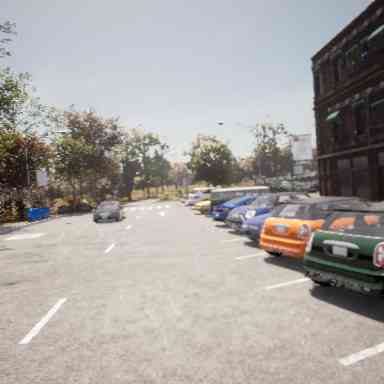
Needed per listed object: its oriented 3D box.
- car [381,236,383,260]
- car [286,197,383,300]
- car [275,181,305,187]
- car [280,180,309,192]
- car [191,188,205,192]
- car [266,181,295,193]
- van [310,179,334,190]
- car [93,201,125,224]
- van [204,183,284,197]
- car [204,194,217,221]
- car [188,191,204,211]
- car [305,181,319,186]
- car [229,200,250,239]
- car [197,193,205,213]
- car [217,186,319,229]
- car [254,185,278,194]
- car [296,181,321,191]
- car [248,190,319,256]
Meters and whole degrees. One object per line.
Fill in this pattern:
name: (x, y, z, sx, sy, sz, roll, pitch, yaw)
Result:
car: (4.789, 1.129, 3.728, 4.792, 1.488, 2.163, -3, 1, -25)
car: (4.529, 0.942, 6.729, 4.553, 1.767, 2.185, -3, 1, -25)
car: (13.888, -0.480, 50.702, 2.435, 2.045, 5.566, -4, 2, -26)
car: (21.088, -1.228, 68.538, 2.435, 2.045, 5.566, -4, 0, -26)
car: (2.331, 0.546, 33.695, 5.566, 2.045, 2.435, -3, 1, -25)
car: (18.048, -1.021, 68.249, 2.435, 2.045, 5.566, -4, 0, -26)
van: (27.008, -1.607, 69.311, 1.878, 1.987, 4.442, -4, 0, -26)
car: (-6.456, 1.509, 26.156, 2.128, 1.511, 4.902, -4, 1, -5)
van: (3.432, 0.683, 21.754, 4.442, 1.987, 1.878, -3, 1, -25)
car: (3.581, 0.944, 18.713, 5.008, 1.535, 2.097, -3, 1, -25)
car: (2.668, 0.863, 27.612, 5.366, 1.575, 1.946, -3, 1, -25)
car: (16.796, -0.399, 51.062, 2.163, 1.488, 4.792, -5, 2, -26)
car: (4.085, 1.043, 12.724, 4.674, 1.452, 2.002, -3, 1, -25)
car: (3.097, 0.925, 24.696, 4.674, 1.452, 2.002, -3, 1, -25)
car: (3.861, 0.846, 15.722, 4.553, 1.767, 2.185, -3, 1, -25)
car: (15.068, -0.536, 67.921, 2.163, 1.488, 4.792, -4, 0, -26)
car: (24.064, -1.305, 68.915, 2.185, 1.767, 4.553, -4, 0, -26)
car: (4.286, 0.910, 9.720, 4.553, 1.767, 2.185, -3, 1, -25)
